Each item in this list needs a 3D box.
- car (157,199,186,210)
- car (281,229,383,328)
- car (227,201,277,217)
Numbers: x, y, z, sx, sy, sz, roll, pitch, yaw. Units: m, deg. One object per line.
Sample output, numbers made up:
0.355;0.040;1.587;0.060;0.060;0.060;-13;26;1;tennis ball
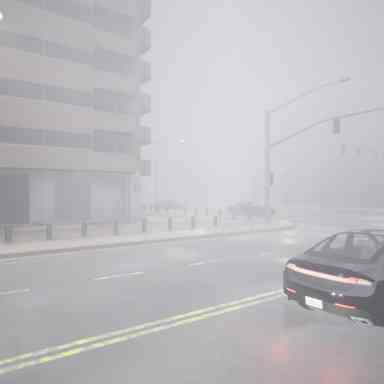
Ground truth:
-2.661;1.545;42.415;1.895;1.301;4.718;0;0;-35;car
3.876;1.492;6.511;4.902;1.511;2.128;0;0;-35;car
5.494;1.545;30.774;1.895;1.301;4.718;0;0;-35;car
